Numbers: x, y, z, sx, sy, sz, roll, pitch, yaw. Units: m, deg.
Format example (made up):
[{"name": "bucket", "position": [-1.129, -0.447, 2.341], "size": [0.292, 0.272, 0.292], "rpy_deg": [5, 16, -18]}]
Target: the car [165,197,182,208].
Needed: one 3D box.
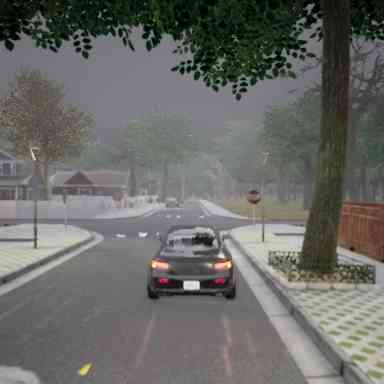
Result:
[{"name": "car", "position": [-2.849, 1.596, 48.934], "size": [1.812, 1.442, 4.674], "rpy_deg": [0, 0, 0]}]

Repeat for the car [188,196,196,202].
[{"name": "car", "position": [-0.010, 1.594, 78.592], "size": [1.994, 1.385, 4.181], "rpy_deg": [0, 0, 0]}]

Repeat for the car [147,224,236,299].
[{"name": "car", "position": [-0.001, 1.528, 8.337], "size": [1.812, 1.442, 4.674], "rpy_deg": [0, 0, 0]}]

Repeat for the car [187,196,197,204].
[{"name": "car", "position": [0.044, 1.760, 68.522], "size": [1.895, 1.301, 4.718], "rpy_deg": [0, 0, 0]}]
